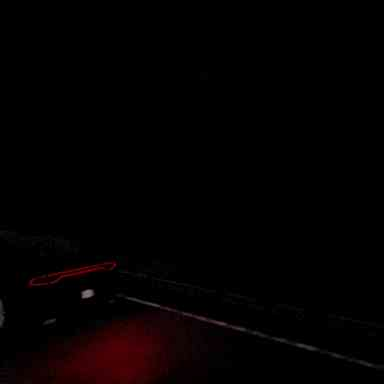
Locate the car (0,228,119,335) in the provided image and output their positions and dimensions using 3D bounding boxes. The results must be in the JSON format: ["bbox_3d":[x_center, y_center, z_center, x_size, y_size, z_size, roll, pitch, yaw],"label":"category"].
[{"bbox_3d":[-3.635,1.485,6.866,5.008,1.535,1.882,0,0,38],"label":"car"}]
